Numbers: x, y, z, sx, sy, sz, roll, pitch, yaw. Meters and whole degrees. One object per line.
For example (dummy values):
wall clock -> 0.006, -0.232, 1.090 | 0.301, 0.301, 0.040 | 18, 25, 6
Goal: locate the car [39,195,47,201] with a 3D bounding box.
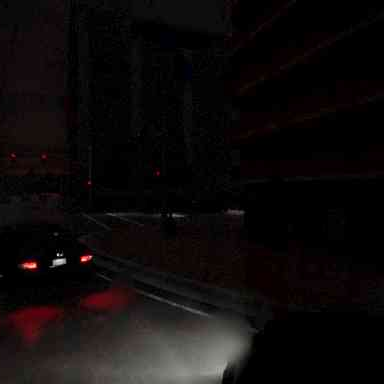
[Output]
car -> -36.988, 1.540, 82.441 | 2.033, 1.411, 5.357 | 0, 0, -23

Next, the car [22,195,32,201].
car -> -40.079, 1.525, 80.763 | 2.128, 1.511, 4.902 | 0, 0, -23

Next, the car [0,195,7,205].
car -> -34.653, 1.601, 58.842 | 1.895, 1.301, 4.718 | 0, 0, -23

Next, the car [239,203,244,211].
car -> 8.086, 1.561, 40.933 | 4.892, 1.490, 1.837 | 0, 0, -22

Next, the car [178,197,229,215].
car -> 1.461, 1.560, 34.413 | 4.892, 1.490, 1.837 | 0, 0, -22

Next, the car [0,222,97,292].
car -> -4.408, 1.547, 9.102 | 2.033, 1.411, 5.357 | 0, 0, -38

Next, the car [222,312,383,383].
car -> 2.800, 1.547, 2.071 | 5.357, 1.411, 2.033 | 0, 0, 35

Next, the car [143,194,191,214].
car -> -2.525, 1.277, 36.554 | 5.566, 2.045, 2.150 | 0, 0, -22

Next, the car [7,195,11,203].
car -> -38.620, 1.355, 68.288 | 2.097, 1.767, 4.553 | 0, 0, -23
